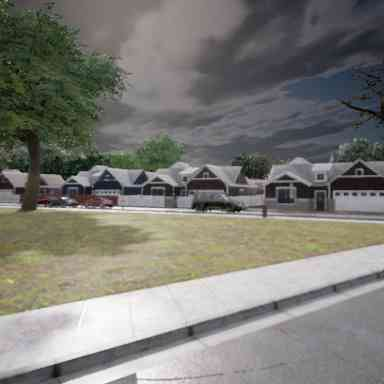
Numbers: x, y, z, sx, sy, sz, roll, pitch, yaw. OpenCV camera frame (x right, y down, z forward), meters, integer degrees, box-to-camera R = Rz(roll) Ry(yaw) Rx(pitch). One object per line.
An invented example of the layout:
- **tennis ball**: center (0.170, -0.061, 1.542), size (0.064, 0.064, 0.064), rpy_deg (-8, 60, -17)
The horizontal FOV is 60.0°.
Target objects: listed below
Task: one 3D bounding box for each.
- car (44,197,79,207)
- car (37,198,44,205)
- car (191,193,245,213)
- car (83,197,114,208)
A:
- **car**: center (-17.167, 1.378, 44.424), size (4.181, 1.385, 1.994), rpy_deg (0, 0, 28)
- **car**: center (-21.585, 1.400, 49.818), size (4.718, 1.301, 1.895), rpy_deg (0, 0, 27)
- **car**: center (2.630, 1.134, 34.013), size (5.566, 2.045, 2.150), rpy_deg (0, 0, 28)
- **car**: center (-12.723, 1.407, 45.298), size (4.181, 1.385, 1.994), rpy_deg (0, 0, 28)
